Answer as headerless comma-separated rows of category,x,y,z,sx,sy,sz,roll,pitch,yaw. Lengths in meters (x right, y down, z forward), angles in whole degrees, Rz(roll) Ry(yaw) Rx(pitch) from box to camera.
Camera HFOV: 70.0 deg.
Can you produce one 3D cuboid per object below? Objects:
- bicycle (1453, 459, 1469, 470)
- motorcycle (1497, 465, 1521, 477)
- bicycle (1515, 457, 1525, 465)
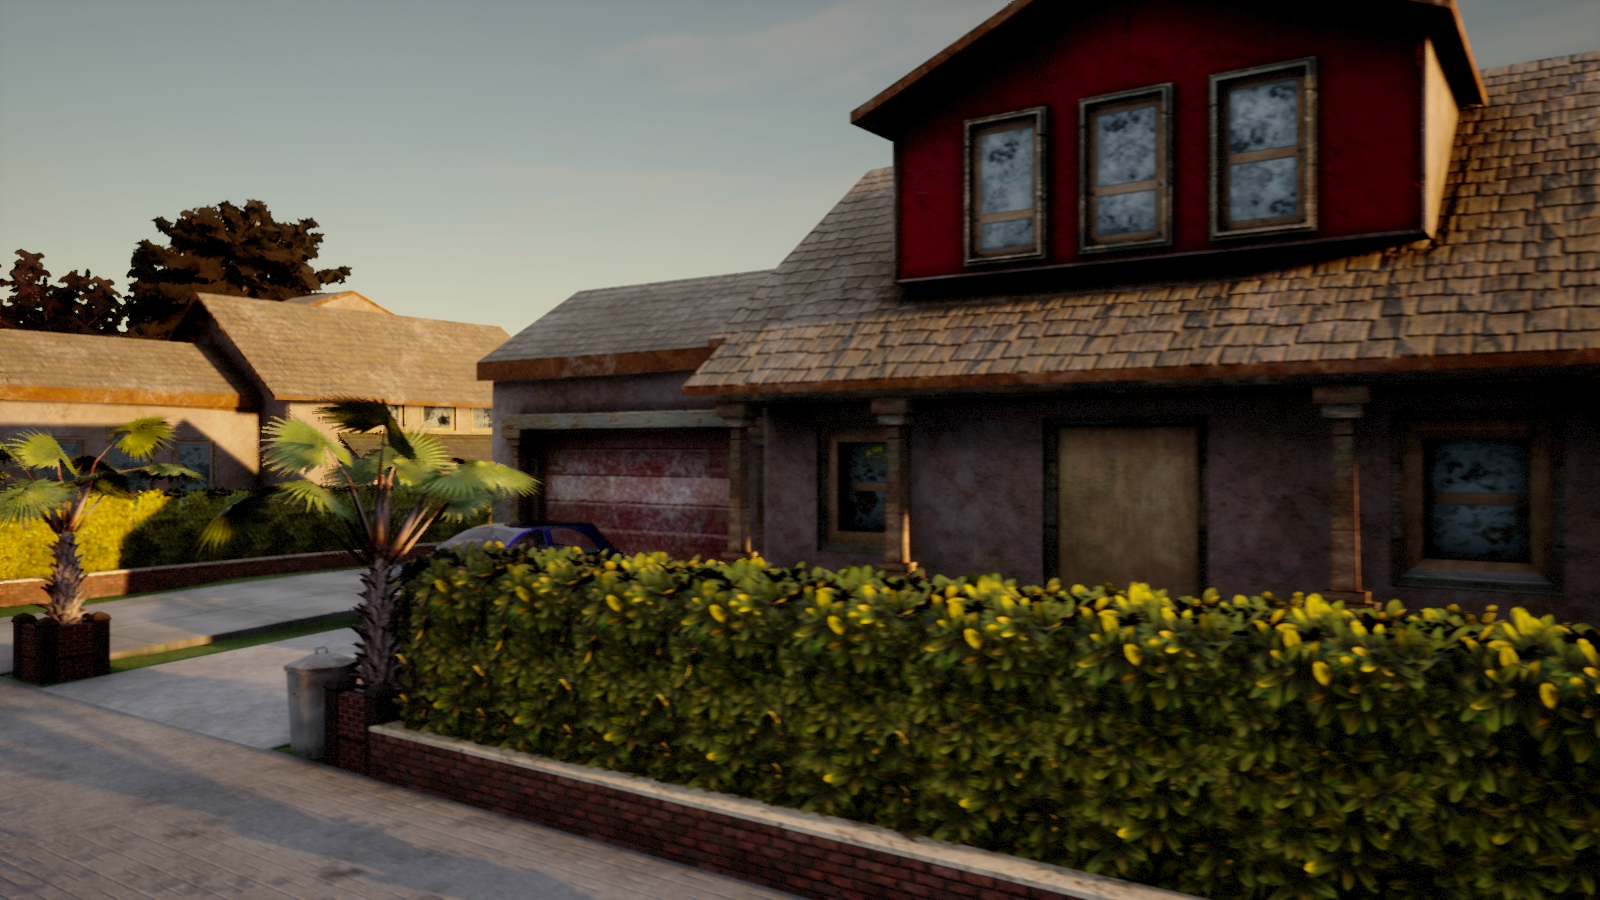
bicycle,92.130,2.058,159.211,1.835,1.471,0.329,0,0,35
motorcycle,74.523,2.183,120.072,2.033,1.199,0.803,1,0,35
bicycle,132.744,2.053,210.657,1.643,1.496,0.373,0,0,35
